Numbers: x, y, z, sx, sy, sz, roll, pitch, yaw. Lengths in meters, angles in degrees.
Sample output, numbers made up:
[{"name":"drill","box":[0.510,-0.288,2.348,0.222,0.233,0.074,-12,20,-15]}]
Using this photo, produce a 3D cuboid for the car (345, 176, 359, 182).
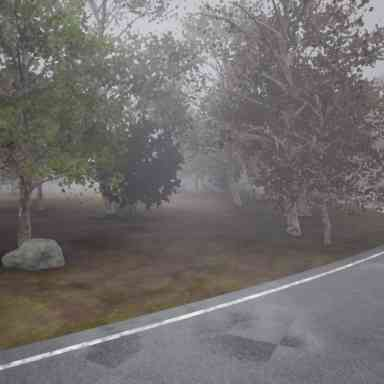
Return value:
[{"name":"car","box":[33.272,-2.975,70.958,4.553,1.767,2.097,-3,3,-3]}]
